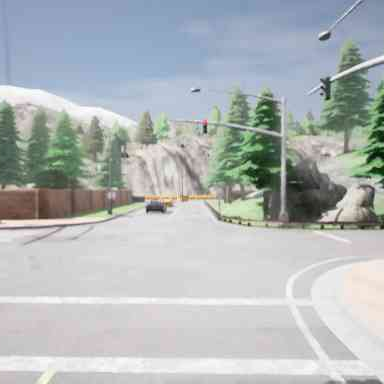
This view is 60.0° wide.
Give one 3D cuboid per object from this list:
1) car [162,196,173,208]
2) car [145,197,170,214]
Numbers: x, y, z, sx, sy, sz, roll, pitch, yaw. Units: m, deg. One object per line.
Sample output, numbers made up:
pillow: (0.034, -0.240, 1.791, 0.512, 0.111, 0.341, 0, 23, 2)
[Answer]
car: (-3.683, 1.327, 46.579, 1.882, 1.535, 5.008, 0, 0, 0)
car: (-3.668, 1.489, 34.621, 1.895, 1.301, 4.718, 0, 0, 0)
